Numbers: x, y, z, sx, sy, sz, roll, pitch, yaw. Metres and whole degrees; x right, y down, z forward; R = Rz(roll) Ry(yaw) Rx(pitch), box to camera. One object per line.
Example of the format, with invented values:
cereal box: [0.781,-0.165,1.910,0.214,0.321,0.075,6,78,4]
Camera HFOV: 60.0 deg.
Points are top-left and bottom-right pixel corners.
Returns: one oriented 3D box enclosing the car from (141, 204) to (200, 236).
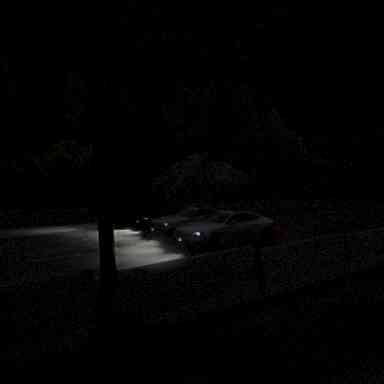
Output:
car: [0.074,1.449,16.851,4.674,1.442,1.812,0,0,-35]

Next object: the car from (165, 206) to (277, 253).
car: [1.467,1.455,13.558,4.674,1.442,1.812,0,0,-35]

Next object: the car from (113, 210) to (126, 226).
car: [-3.743,1.523,22.724,4.718,1.301,1.895,-1,0,-35]

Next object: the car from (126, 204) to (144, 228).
car: [-1.463,1.484,20.047,4.181,1.385,1.994,0,0,-35]
